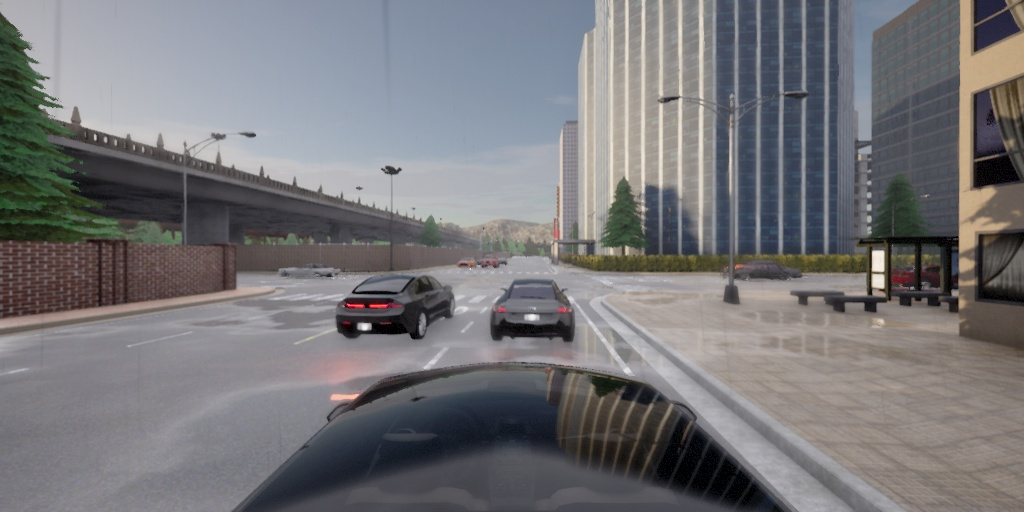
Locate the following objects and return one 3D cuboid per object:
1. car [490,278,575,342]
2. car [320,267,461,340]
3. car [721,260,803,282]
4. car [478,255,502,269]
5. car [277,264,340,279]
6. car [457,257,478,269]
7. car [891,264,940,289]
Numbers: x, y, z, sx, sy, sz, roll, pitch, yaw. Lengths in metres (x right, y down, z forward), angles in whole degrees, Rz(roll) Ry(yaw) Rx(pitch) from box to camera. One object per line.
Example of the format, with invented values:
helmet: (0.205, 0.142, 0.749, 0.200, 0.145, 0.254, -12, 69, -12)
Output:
car: (0.588, 1.291, 9.748, 1.994, 1.385, 4.181, 0, 0, 5)
car: (-2.911, 1.232, 9.957, 1.837, 1.490, 4.892, 0, 0, 5)
car: (19.751, 1.271, 28.456, 5.357, 1.411, 2.033, 0, 0, 4)
car: (-3.272, 0.822, 54.148, 2.150, 2.045, 5.566, 0, 0, 5)
car: (-17.758, 1.328, 31.369, 4.718, 1.301, 1.895, 0, 0, 5)
car: (-6.793, 0.955, 53.971, 2.097, 1.767, 4.553, 0, 0, 5)
car: (24.615, 1.221, 20.877, 5.008, 1.535, 1.882, 0, 0, 5)
